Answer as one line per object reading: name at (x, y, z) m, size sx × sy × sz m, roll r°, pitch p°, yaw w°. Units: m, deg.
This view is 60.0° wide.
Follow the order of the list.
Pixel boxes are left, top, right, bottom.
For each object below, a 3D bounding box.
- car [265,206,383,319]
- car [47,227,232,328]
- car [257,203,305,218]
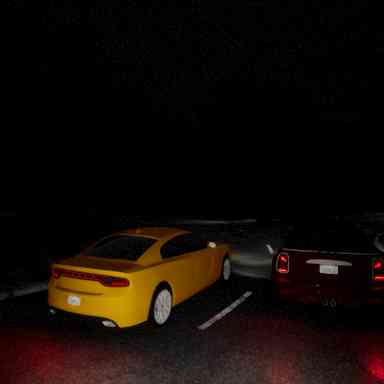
car at (3.129, 1.383, 7.805) m, size 2.097 × 1.767 × 4.553 m, roll 0°, pitch 0°, yaw 20°
car at (-0.677, 1.504, 7.246) m, size 1.882 × 1.535 × 5.008 m, roll 0°, pitch 0°, yaw 27°
car at (7.479, 1.522, 25.836) m, size 4.718 × 1.301 × 1.895 m, roll -1°, pitch 0°, yaw 8°
